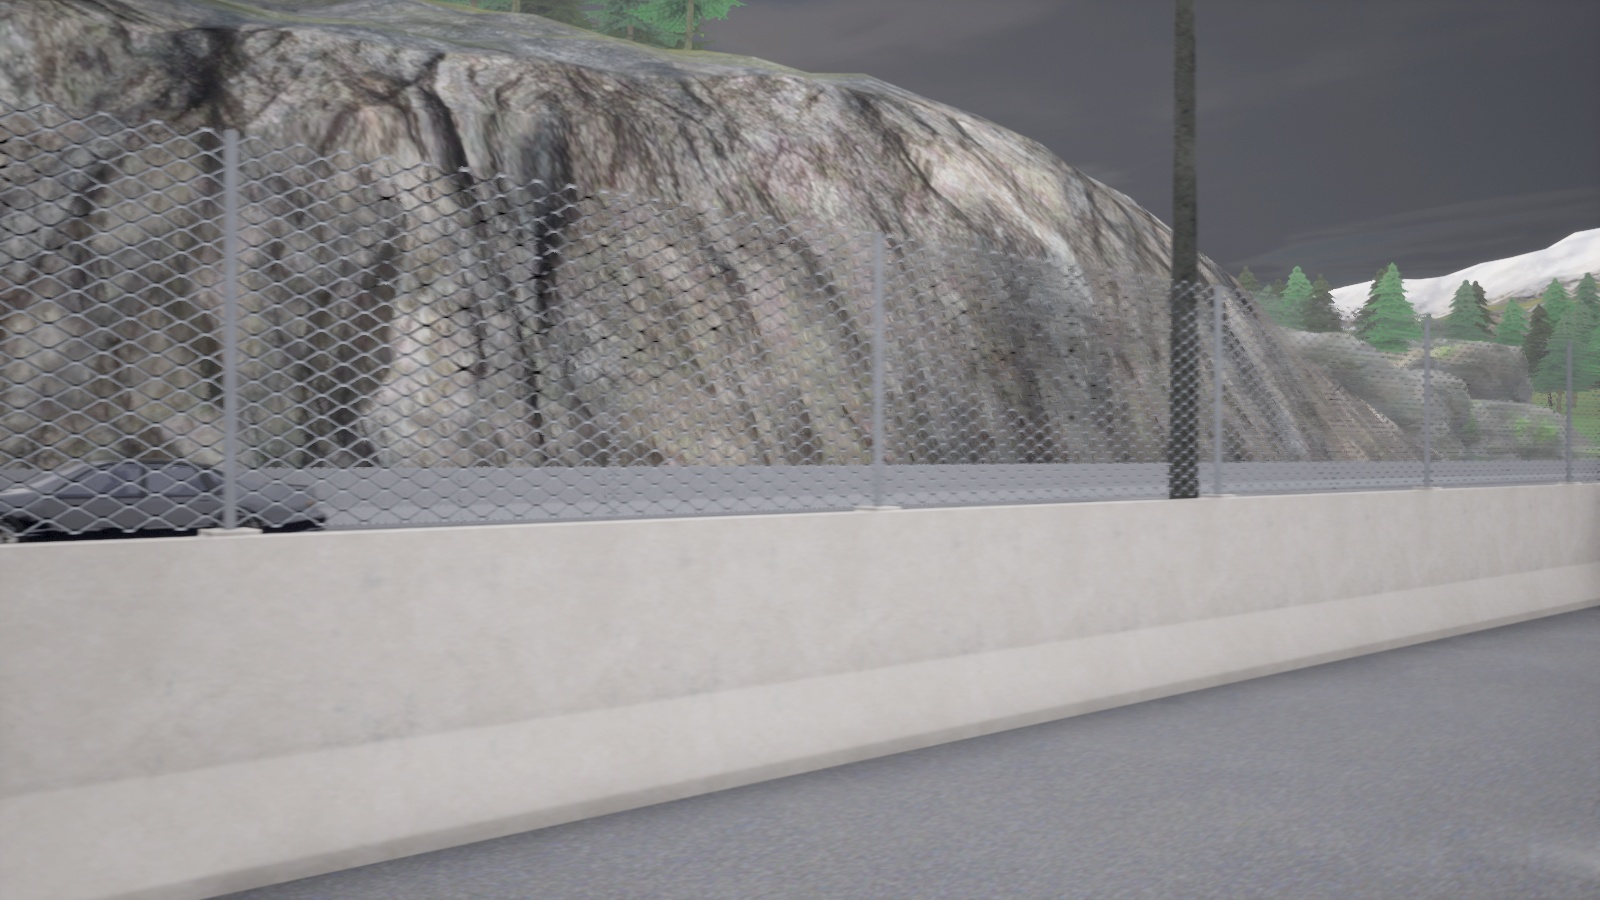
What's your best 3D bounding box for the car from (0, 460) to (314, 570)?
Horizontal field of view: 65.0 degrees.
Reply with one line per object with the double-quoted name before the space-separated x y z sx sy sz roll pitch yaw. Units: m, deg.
"car" -10.008 0.864 17.987 5.357 1.411 2.033 0 0 -36
